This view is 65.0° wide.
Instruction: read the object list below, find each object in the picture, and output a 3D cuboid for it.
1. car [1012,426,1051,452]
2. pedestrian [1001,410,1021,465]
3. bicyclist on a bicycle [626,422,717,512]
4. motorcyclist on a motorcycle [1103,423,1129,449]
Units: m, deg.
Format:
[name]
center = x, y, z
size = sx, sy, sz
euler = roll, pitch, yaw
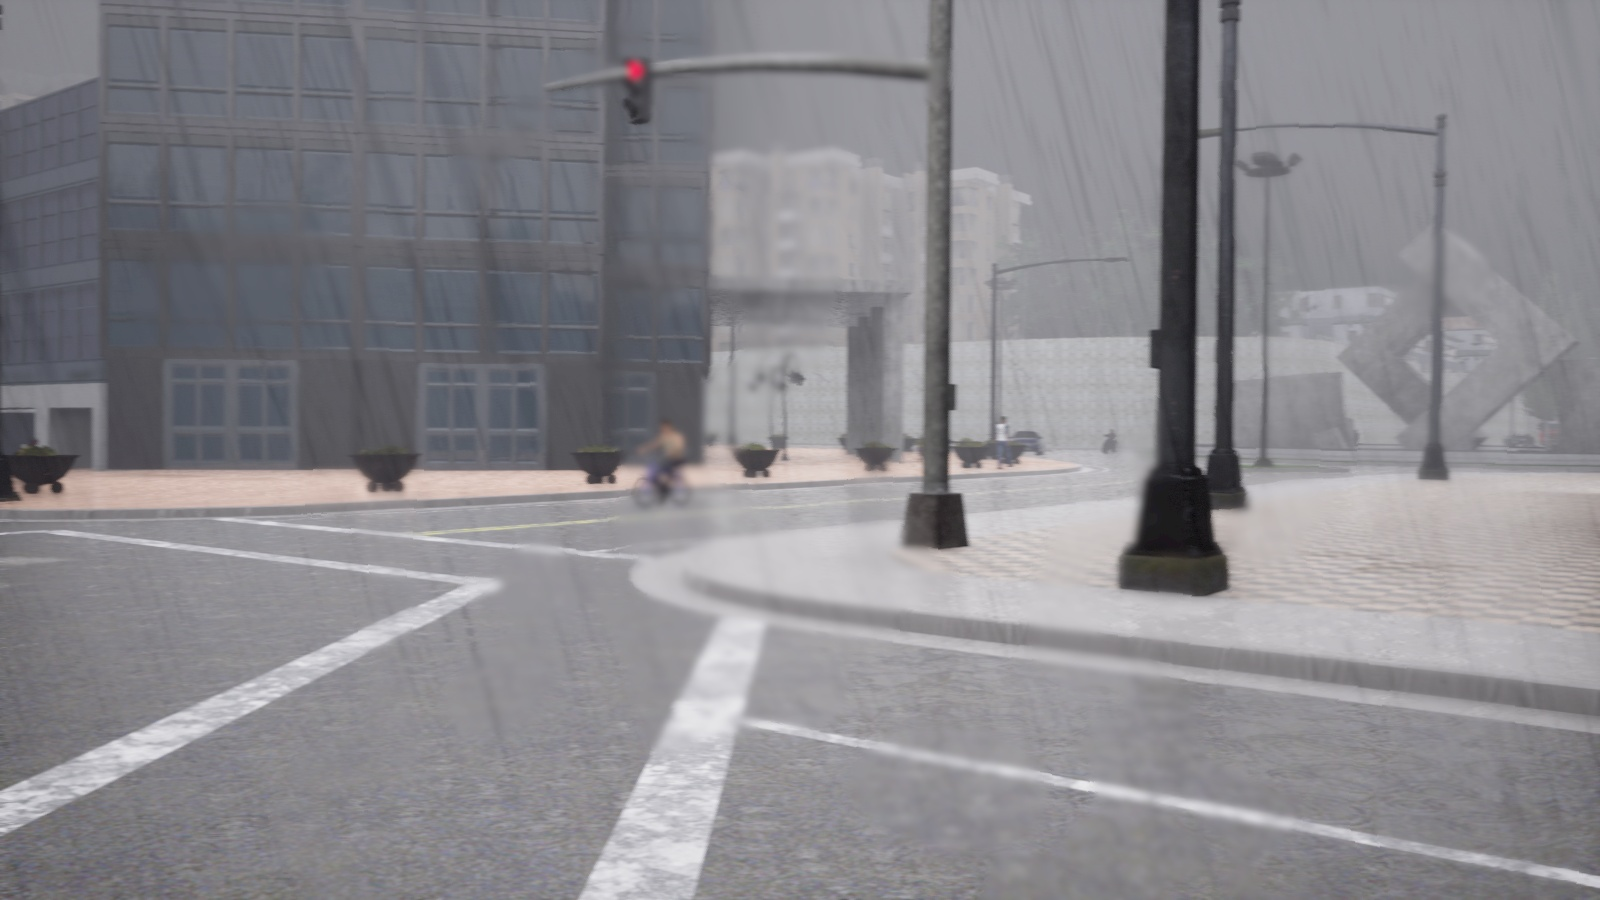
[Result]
[car]
center = 13.776, -0.675, 74.455
size = 1.812, 1.442, 4.674
euler = 0, 1, 16
[pedestrian]
center = 7.118, -0.416, 42.355
size = 0.354, 1.836, 0.706
euler = 0, 1, 38
[bicyclist on a bicycle]
center = -2.363, 0.286, 23.203
size = 0.866, 1.612, 1.509
euler = 0, 1, 37
[motorcyclist on a motorcycle]
center = 20.230, -0.914, 80.428
size = 0.766, 1.649, 2.350
euler = 1, 2, 37
